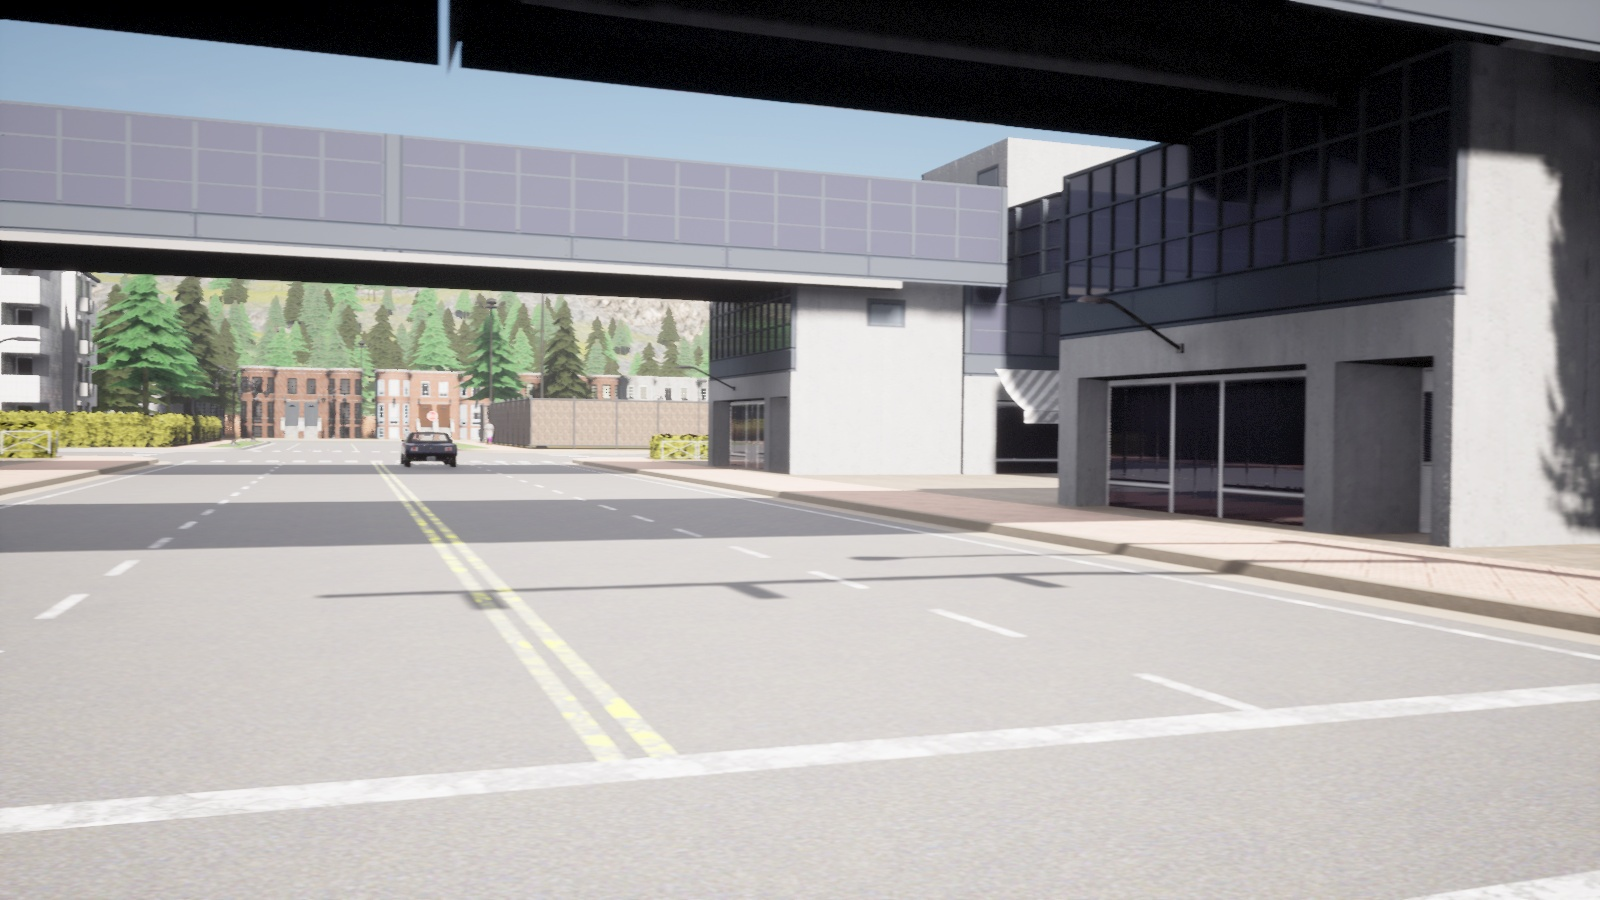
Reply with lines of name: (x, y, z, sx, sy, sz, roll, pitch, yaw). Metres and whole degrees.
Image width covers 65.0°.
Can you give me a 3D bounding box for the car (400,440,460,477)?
car: (-14.139, 0.273, 47.838, 1.895, 1.301, 4.718, -1, 1, -20)
